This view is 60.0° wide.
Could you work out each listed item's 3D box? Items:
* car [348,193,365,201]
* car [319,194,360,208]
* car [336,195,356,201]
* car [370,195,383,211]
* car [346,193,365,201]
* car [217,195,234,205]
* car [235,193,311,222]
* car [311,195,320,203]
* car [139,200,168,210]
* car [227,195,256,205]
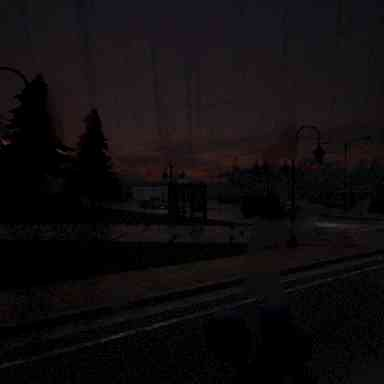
[{"bbox_3d":[31.000,1.322,65.676,2.007,1.523,4.514,0,0,-36],"label":"car"},{"bbox_3d":[19.482,1.405,43.983,1.970,1.475,3.806,0,0,-36],"label":"car"},{"bbox_3d":[36.586,1.387,79.217,1.970,1.475,3.806,0,0,-36],"label":"car"},{"bbox_3d":[21.373,1.394,36.213,1.845,1.501,3.633,0,0,-36],"label":"car"},{"bbox_3d":[39.646,1.103,80.653,1.905,1.878,3.866,0,0,-36],"label":"car"},{"bbox_3d":[6.225,1.360,57.386,2.007,1.523,4.514,0,0,-36],"label":"car"},{"bbox_3d":[6.403,1.239,26.949,2.150,2.045,5.566,0,0,-36],"label":"car"},{"bbox_3d":[22.846,1.342,59.899,1.845,1.501,3.633,0,0,-36],"label":"car"},{"bbox_3d":[-4.875,1.619,42.443,1.895,1.301,4.718,0,0,-36],"label":"car"},{"bbox_3d":[8.747,1.352,59.253,2.152,1.636,5.027,0,0,-36],"label":"car"}]
